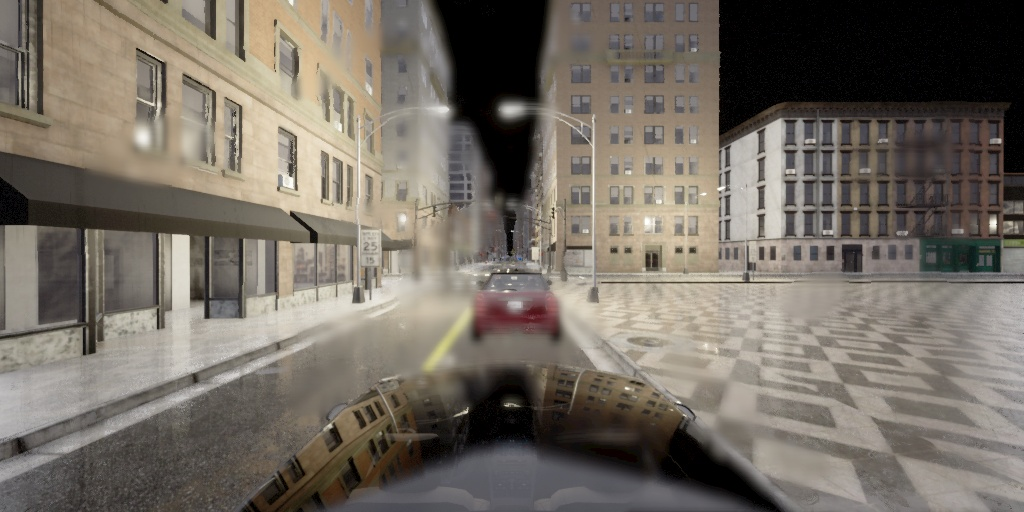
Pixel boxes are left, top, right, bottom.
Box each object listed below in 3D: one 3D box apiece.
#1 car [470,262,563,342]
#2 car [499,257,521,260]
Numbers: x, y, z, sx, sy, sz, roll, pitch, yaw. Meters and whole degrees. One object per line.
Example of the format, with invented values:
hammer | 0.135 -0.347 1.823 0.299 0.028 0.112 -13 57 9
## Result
car | 0.106 1.101 9.932 2.097 1.767 4.553 0 0 0
car | 0.057 1.100 19.748 2.097 1.767 4.553 0 0 -1
